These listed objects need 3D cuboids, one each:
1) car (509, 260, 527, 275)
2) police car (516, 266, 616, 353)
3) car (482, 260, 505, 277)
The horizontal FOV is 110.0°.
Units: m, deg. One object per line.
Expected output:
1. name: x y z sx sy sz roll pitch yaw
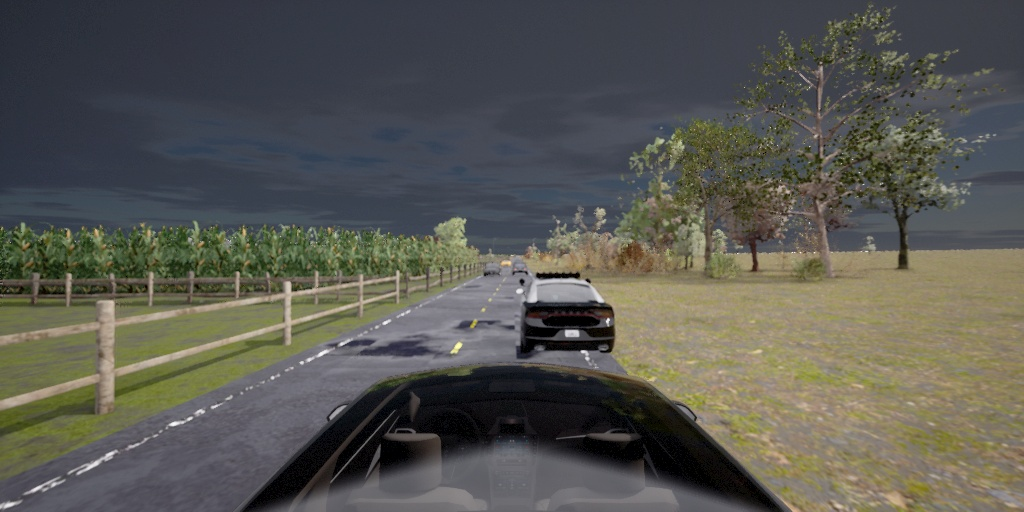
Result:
1. car: 0.974 1.527 42.674 2.033 1.411 5.357 0 0 1
2. police car: 1.144 1.218 9.089 1.930 1.638 5.238 0 0 1
3. car: -2.050 1.471 38.917 1.837 1.490 4.892 0 0 1
